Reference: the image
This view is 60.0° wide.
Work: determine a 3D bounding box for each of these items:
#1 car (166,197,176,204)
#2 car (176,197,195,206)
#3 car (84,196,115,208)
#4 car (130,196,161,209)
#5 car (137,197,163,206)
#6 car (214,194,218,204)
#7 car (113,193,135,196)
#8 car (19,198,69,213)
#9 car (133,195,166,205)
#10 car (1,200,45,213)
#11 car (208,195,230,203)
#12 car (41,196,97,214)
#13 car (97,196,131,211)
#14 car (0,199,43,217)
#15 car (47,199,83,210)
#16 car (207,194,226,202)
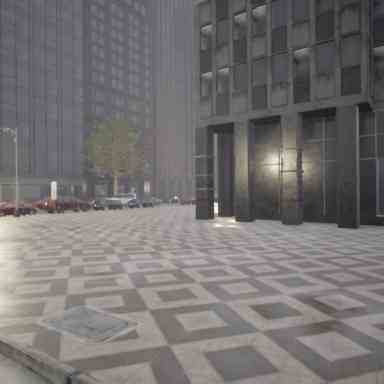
[{"bbox_3d":[-3.913,1.574,62.606,1.947,1.339,4.313,-1,0,35],"label":"car"},{"bbox_3d":[-0.111,1.462,53.114,1.887,1.381,4.507,-1,0,35],"label":"car"},{"bbox_3d":[-13.534,1.483,48.688,1.967,1.590,4.097,-1,0,35],"label":"car"},{"bbox_3d":[-6.523,1.508,43.836,1.947,1.339,4.313,-1,0,35],"label":"car"},{"bbox_3d":[-7.217,1.544,57.826,1.752,1.417,4.829,-1,0,35],"label":"car"},{"bbox_3d":[3.093,1.222,57.754,2.192,1.841,5.009,-1,0,35],"label":"car"},{"bbox_3d":[-10.378,1.230,48.398,2.150,2.045,5.566,-1,-1,34],"label":"car"},{"bbox_3d":[-17.088,1.518,38.701,1.882,1.535,5.008,-1,0,35],"label":"car"},{"bbox_3d":[-6.340,1.527,48.622,1.994,1.385,4.181,-1,0,35],"label":"car"},{"bbox_3d":[-19.945,1.641,39.410,1.947,1.339,4.313,-1,0,35],"label":"car"},{"bbox_3d":[5.310,1.413,65.483,2.128,1.511,4.902,-1,-1,35],"label":"car"},{"bbox_3d":[-12.937,1.289,34.561,2.192,1.841,5.009,-1,0,35],"label":"car"},{"bbox_3d":[-9.729,1.524,39.199,1.947,1.339,4.313,-1,0,35],"label":"car"},{"bbox_3d":[-16.141,1.576,29.921,1.802,1.307,4.206,-1,0,35],"label":"car"},{"bbox_3d":[-16.739,1.641,44.049,1.802,1.307,4.206,-1,0,35],"label":"car"},{"bbox_3d":[5.705,1.296,76.524,2.192,1.841,5.009,-1,0,35],"label":"car"}]
